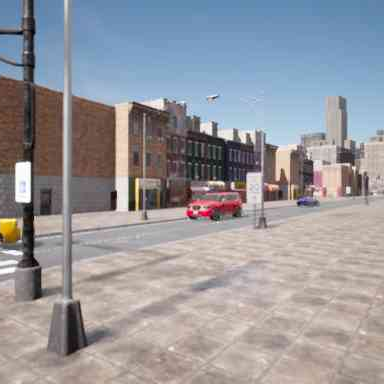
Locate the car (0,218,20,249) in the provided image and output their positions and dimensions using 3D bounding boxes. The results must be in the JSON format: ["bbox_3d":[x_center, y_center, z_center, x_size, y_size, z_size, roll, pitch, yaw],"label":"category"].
[{"bbox_3d":[-8.864,1.435,11.701,5.008,1.535,1.882,-1,1,-43],"label":"car"}]

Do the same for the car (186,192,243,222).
[{"bbox_3d":[1.851,1.060,25.331,2.150,2.045,5.566,0,0,36],"label":"car"}]

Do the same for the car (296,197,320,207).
[{"bbox_3d":[15.475,1.342,44.294,1.895,1.301,4.718,0,0,36],"label":"car"}]
